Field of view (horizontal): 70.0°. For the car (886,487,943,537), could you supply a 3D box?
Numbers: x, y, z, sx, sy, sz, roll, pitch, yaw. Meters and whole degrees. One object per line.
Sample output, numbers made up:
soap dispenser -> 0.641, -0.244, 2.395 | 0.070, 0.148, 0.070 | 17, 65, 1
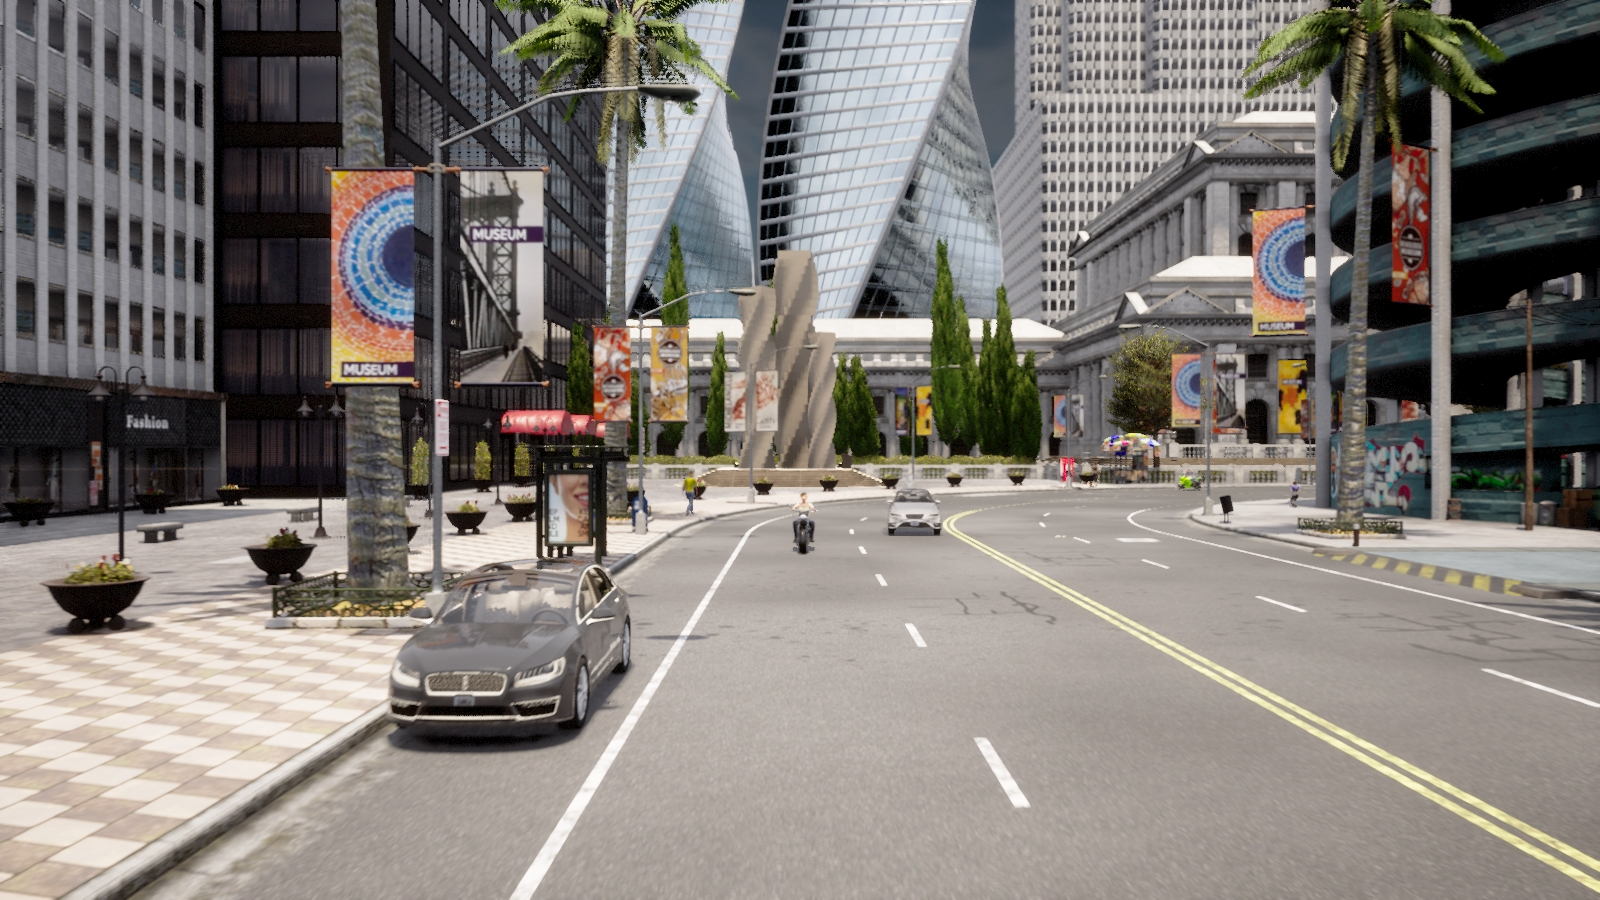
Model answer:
car -> 3.848, 2.065, 38.849 | 1.816, 1.474, 4.193 | 0, 0, 4

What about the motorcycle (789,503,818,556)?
motorcycle -> 0.101, 2.170, 31.537 | 0.764, 1.277, 2.356 | 0, 0, 1

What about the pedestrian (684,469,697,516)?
pedestrian -> -4.407, 1.696, 45.996 | 0.375, 1.860, 0.375 | 0, 0, 18

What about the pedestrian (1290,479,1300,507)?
pedestrian -> 22.800, 1.976, 52.632 | 0.375, 1.300, 0.375 | 0, 0, 8
